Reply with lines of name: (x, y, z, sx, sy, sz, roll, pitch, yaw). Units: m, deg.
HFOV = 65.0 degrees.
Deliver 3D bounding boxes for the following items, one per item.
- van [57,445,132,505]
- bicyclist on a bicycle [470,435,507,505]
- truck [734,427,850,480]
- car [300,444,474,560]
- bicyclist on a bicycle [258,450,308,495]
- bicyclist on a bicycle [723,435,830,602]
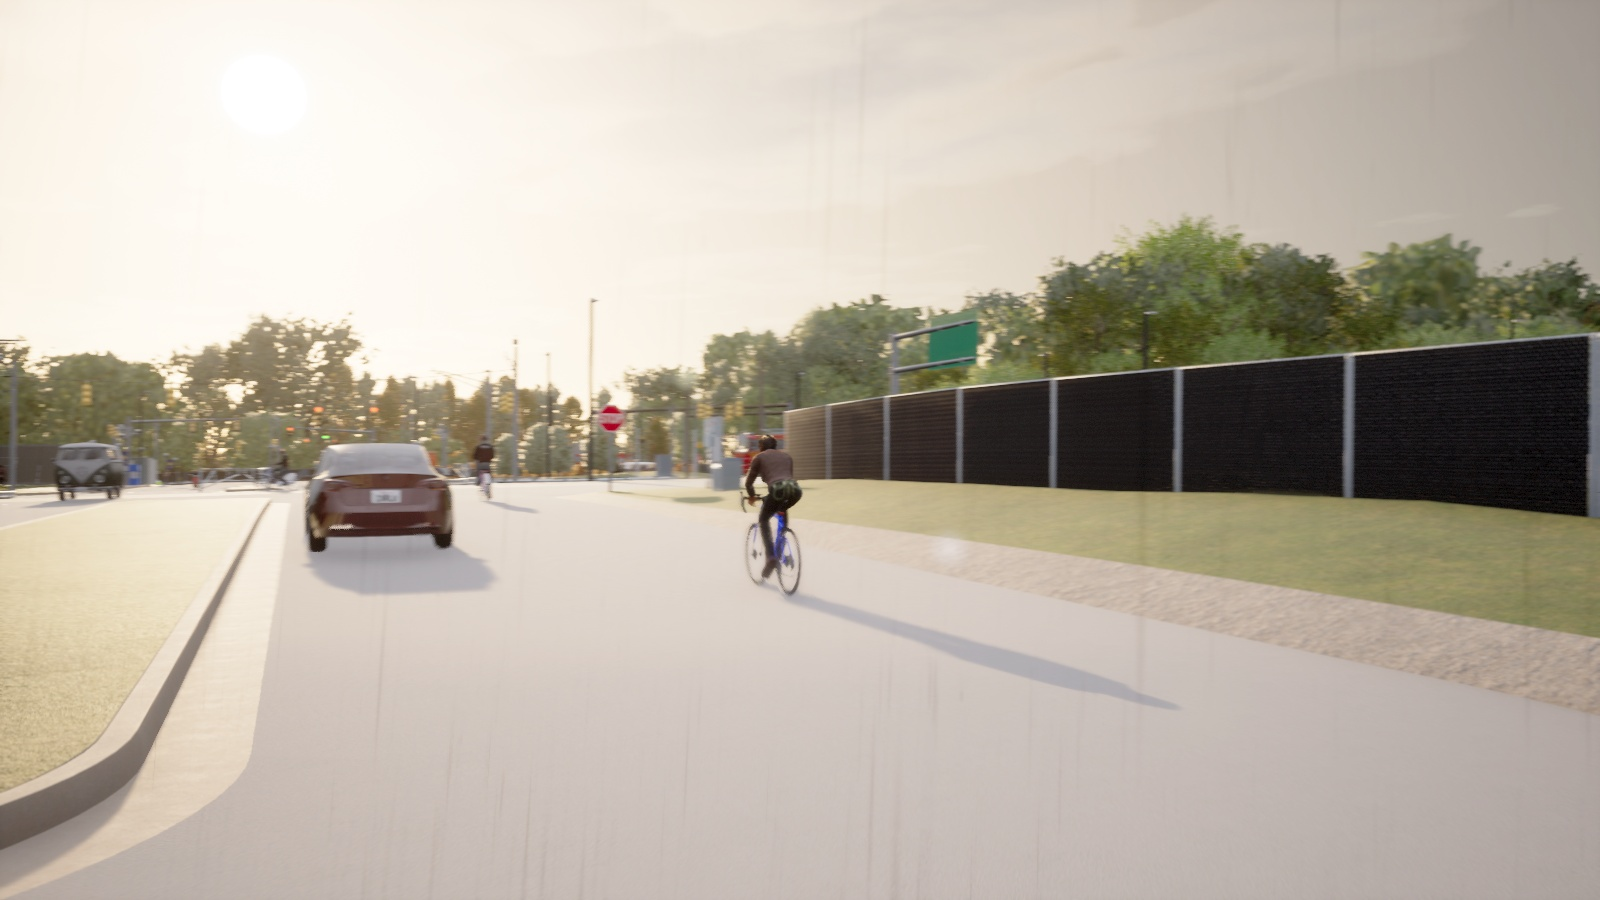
van: (-24.982, 0.876, 44.612, 1.775, 1.987, 4.442, -2, 0, -23)
bicyclist on a bicycle: (-8.131, 0.516, 32.720, 0.659, 1.776, 1.843, 0, 0, -22)
truck: (-0.622, 0.272, 97.509, 8.468, 3.827, 2.891, -2, 0, -22)
car: (-6.348, 0.665, 18.919, 2.163, 1.488, 4.792, 0, 1, -22)
bicyclist on a bicycle: (-21.343, 0.931, 51.887, 1.843, 1.776, 0.659, -1, -2, -22)
bicyclist on a bicycle: (-0.269, 0.667, 13.080, 0.582, 1.620, 1.656, 0, 0, -21)
